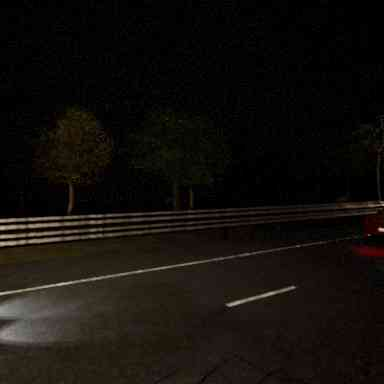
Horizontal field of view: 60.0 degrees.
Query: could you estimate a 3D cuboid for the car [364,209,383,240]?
[{"bbox_3d":[9.738,1.372,14.966,5.008,1.535,1.882,0,0,-35],"label":"car"}]
